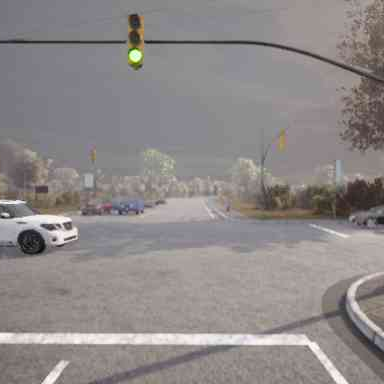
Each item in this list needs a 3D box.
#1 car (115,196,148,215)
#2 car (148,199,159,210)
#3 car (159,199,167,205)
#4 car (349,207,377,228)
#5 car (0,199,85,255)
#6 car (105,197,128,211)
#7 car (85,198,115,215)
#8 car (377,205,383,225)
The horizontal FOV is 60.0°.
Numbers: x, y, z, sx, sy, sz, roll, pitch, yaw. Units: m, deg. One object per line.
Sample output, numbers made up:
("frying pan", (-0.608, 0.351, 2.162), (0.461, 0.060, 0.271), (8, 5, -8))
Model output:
("car", (-6.722, 1.436, 37.297), (2.150, 2.045, 5.566), (0, 0, 1))
("car", (-6.591, 1.832, 49.323), (2.033, 1.411, 5.357), (0, 0, 1))
("car", (-6.307, 1.996, 68.332), (1.895, 1.301, 4.718), (0, 0, 1))
("car", (13.267, 1.626, 22.486), (4.902, 1.511, 2.128), (0, 0, 4))
("car", (-7.520, 1.318, 13.244), (5.566, 2.045, 2.150), (0, 0, 4))
("car", (-10.141, 1.610, 44.938), (2.097, 1.767, 4.553), (0, 0, 1))
("car", (-10.277, 1.558, 35.955), (2.097, 1.767, 4.553), (0, 0, 2))
("car", (13.535, 1.640, 18.955), (4.674, 1.442, 1.812), (0, 0, 6))
